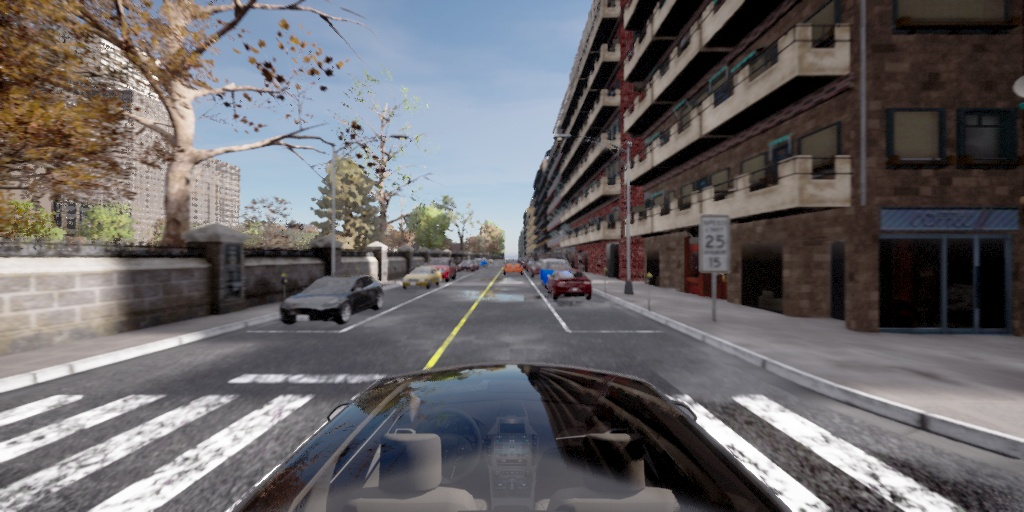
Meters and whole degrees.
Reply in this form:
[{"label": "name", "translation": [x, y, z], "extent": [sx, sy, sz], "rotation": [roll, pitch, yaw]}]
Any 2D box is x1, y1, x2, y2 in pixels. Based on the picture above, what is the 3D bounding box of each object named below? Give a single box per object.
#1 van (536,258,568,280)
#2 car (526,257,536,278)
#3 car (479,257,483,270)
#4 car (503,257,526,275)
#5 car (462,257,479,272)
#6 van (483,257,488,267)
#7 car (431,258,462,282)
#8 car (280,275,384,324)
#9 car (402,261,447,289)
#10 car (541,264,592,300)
[{"label": "van", "translation": [2.690, 1.088, 23.182], "extent": [1.690, 1.789, 3.998], "rotation": [0, 0, 0]}, {"label": "car", "translation": [2.690, 1.192, 34.443], "extent": [1.967, 1.591, 4.097], "rotation": [0, 0, 0]}, {"label": "car", "translation": [-5.691, 1.204, 51.332], "extent": [1.967, 1.591, 4.097], "rotation": [0, 0, 0]}, {"label": "car", "translation": [0.101, 1.108, 39.123], "extent": [2.097, 1.767, 4.553], "rotation": [0, 0, -1]}, {"label": "car", "translation": [-5.691, 1.199, 45.703], "extent": [1.967, 1.591, 4.097], "rotation": [0, 0, 0]}, {"label": "van", "translation": [-5.692, 1.118, 62.592], "extent": [1.690, 1.789, 3.998], "rotation": [0, 0, 0]}, {"label": "car", "translation": [-5.691, 1.064, 28.812], "extent": [2.192, 1.841, 5.009], "rotation": [0, 0, 0]}, {"label": "car", "translation": [-5.690, 1.313, 11.922], "extent": [1.948, 1.339, 4.313], "rotation": [0, 0, 0]}, {"label": "car", "translation": [-5.690, 1.273, 23.013], "extent": [1.751, 1.417, 4.829], "rotation": [0, 0, 0]}, {"label": "car", "translation": [2.690, 1.292, 17.552], "extent": [1.888, 1.381, 4.507], "rotation": [0, 0, 0]}]
